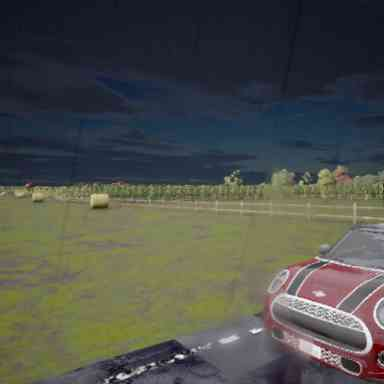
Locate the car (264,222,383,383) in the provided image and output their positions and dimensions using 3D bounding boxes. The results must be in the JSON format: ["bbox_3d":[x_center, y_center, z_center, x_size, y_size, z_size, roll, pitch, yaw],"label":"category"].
[{"bbox_3d":[3.287,1.326,5.398,4.553,1.767,2.097,0,0,-35],"label":"car"}]
